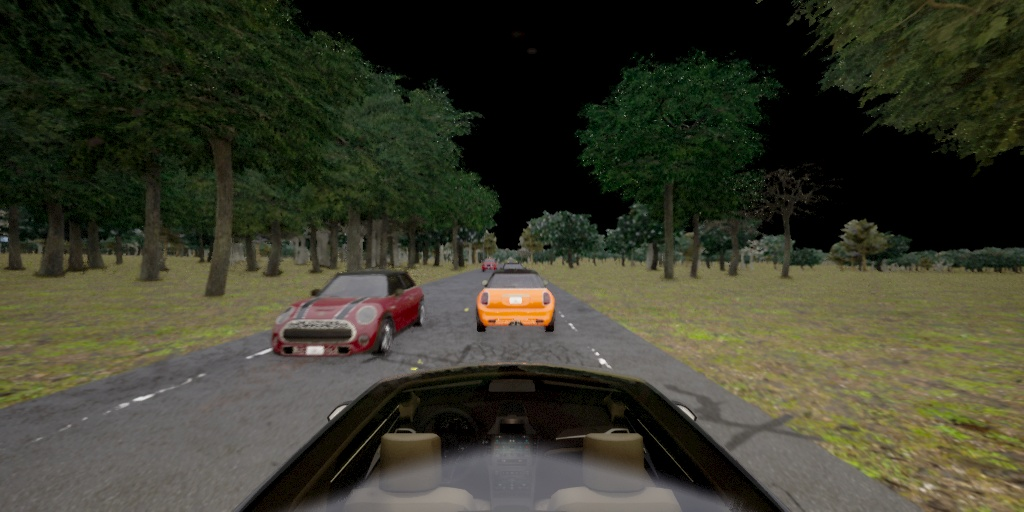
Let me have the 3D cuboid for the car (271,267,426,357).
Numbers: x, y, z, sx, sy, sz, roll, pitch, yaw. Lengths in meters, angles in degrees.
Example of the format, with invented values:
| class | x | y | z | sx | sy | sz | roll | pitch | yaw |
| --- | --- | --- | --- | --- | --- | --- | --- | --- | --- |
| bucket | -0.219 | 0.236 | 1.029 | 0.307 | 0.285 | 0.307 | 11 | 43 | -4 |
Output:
| class | x | y | z | sx | sy | sz | roll | pitch | yaw |
| --- | --- | --- | --- | --- | --- | --- | --- | --- | --- |
| car | -3.606 | 1.153 | 8.815 | 2.097 | 1.767 | 4.553 | 0 | 0 | 0 |

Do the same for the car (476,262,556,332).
| class | x | y | z | sx | sy | sz | roll | pitch | yaw |
| --- | --- | --- | --- | --- | --- | --- | --- | --- | --- |
| car | 0.093 | 1.169 | 11.238 | 2.097 | 1.767 | 4.553 | 0 | -1 | 0 |

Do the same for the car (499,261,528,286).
| class | x | y | z | sx | sy | sz | roll | pitch | yaw |
| --- | --- | --- | --- | --- | --- | --- | --- | --- | --- |
| car | 0.074 | 1.291 | 27.984 | 2.097 | 1.767 | 4.553 | 0 | -1 | 0 |

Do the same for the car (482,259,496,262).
| class | x | y | z | sx | sy | sz | roll | pitch | yaw |
| --- | --- | --- | --- | --- | --- | --- | --- | --- | --- |
| car | -3.551 | 1.430 | 56.883 | 2.150 | 2.045 | 5.566 | 0 | -1 | 0 |
